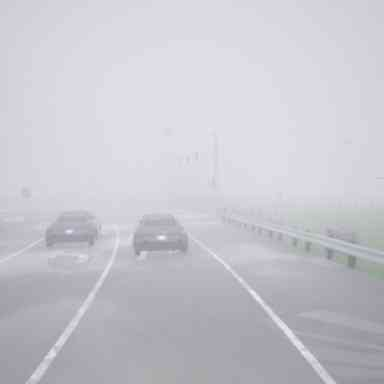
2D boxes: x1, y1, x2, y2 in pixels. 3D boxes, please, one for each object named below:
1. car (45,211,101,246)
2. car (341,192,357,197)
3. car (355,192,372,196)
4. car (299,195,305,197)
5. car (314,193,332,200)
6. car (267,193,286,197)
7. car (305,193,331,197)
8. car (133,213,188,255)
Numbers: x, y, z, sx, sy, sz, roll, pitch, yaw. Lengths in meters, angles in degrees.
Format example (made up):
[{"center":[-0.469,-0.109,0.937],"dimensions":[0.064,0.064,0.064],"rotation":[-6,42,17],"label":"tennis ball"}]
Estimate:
[{"center":[-5.274,1.538,15.206],"dimensions":[1.994,1.385,4.181],"rotation":[0,0,-11],"label":"car"},{"center":[37.750,0.961,78.838],"dimensions":[5.566,2.045,2.150],"rotation":[0,0,-34],"label":"car"},{"center":[39.967,1.290,76.112],"dimensions":[4.181,1.385,1.994],"rotation":[0,0,-34],"label":"car"},{"center":[24.045,1.306,71.141],"dimensions":[4.674,1.442,1.812],"rotation":[0,0,-23],"label":"car"},{"center":[33.218,1.082,84.184],"dimensions":[4.553,1.767,2.097],"rotation":[0,0,-34],"label":"car"},{"center":[19.434,1.133,76.889],"dimensions":[4.553,1.767,2.097],"rotation":[0,0,-20],"label":"car"},{"center":[26.181,1.380,68.257],"dimensions":[4.718,1.301,1.895],"rotation":[0,0,-23],"label":"car"},{"center":[-1.350,1.534,13.384],"dimensions":[1.994,1.385,4.181],"rotation":[0,0,-9],"label":"car"}]
